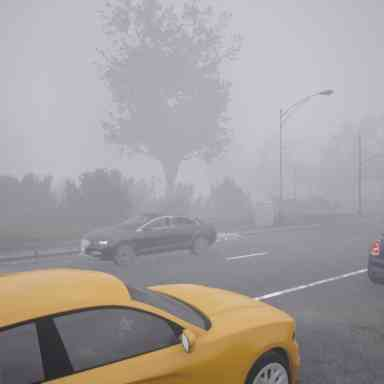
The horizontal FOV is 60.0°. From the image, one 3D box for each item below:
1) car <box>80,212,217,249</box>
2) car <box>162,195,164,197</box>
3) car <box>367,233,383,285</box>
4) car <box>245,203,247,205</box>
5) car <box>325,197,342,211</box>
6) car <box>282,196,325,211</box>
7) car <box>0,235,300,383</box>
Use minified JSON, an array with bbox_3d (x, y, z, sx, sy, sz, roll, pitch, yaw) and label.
[{"bbox_3d":[-1.341,1.491,11.612,4.902,1.511,2.128,0,0,-35],"label":"car"},{"bbox_3d":[-4.995,1.265,67.820,1.882,1.535,5.008,0,0,-36],"label":"car"},{"bbox_3d":[6.406,1.351,8.288,4.553,1.767,2.097,0,0,-35],"label":"car"},{"bbox_3d":[7.146,1.441,56.037,1.882,1.535,5.008,0,0,-33],"label":"car"},{"bbox_3d":[16.347,1.348,41.579,2.097,1.767,4.553,0,0,-32],"label":"car"},{"bbox_3d":[13.046,1.501,40.256,1.837,1.490,4.892,0,0,-32],"label":"car"},{"bbox_3d":[-1.116,1.478,2.952,5.008,1.535,1.882,0,0,-35],"label":"car"}]
